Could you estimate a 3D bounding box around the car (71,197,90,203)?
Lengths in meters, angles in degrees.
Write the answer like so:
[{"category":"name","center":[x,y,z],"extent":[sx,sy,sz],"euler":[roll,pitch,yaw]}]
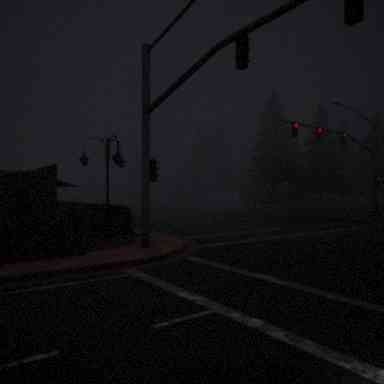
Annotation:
[{"category":"car","center":[-15.498,1.535,45.933],"extent":[1.837,1.490,4.892],"euler":[0,-1,-37]}]
